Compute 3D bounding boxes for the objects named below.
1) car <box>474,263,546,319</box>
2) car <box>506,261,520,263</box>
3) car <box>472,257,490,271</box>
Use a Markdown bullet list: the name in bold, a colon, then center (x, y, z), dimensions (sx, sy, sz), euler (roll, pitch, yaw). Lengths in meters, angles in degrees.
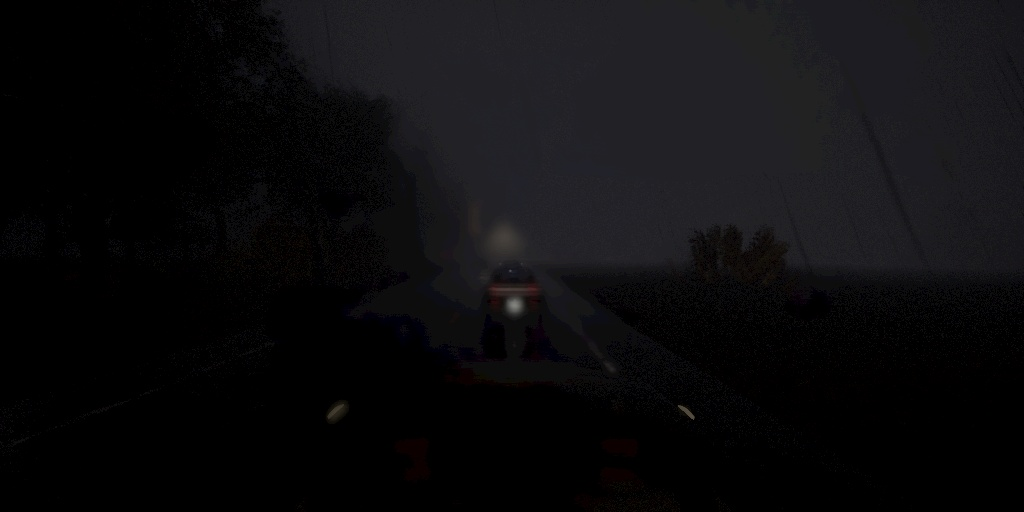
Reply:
- **car**: center (0.085, 1.157, 12.402), dimensions (2.128, 1.511, 4.902), euler (0, 0, 0)
- **car**: center (0.084, 1.100, 28.293), dimensions (1.994, 1.385, 4.181), euler (0, 0, 0)
- **car**: center (-3.594, 0.911, 42.488), dimensions (2.128, 1.511, 4.902), euler (0, 0, 0)
